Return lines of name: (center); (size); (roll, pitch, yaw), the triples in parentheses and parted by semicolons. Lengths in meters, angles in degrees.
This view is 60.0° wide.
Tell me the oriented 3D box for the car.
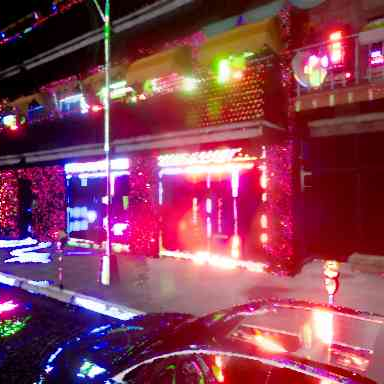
car: (0.586, 1.556, 2.456); (4.403, 1.369, 2.008); (0, 0, 35)
